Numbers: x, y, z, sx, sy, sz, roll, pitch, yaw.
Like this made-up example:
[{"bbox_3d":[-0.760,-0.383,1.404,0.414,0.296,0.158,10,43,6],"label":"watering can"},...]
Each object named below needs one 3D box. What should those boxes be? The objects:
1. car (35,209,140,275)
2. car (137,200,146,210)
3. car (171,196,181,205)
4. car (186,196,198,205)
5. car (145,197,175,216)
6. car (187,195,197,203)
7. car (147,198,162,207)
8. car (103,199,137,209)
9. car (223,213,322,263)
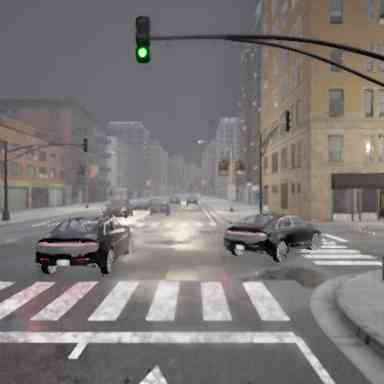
[{"bbox_3d":[-3.148,1.520,10.555,2.128,1.511,4.902,0,0,0],"label":"car"},{"bbox_3d":[-6.586,1.688,42.745,1.994,1.385,4.181,0,0,0],"label":"car"},{"bbox_3d":[-3.247,1.541,62.099,2.097,1.767,4.553,0,0,0],"label":"car"},{"bbox_3d":[-0.002,1.541,61.661,2.097,1.767,4.553,0,0,0],"label":"car"},{"bbox_3d":[-3.149,1.589,33.974,2.128,1.511,4.902,0,0,0],"label":"car"},{"bbox_3d":[-0.001,1.532,71.695,1.882,1.535,5.008,0,0,0],"label":"car"},{"bbox_3d":[-6.546,1.724,58.085,2.033,1.411,5.357,0,0,0],"label":"car"},{"bbox_3d":[-6.571,1.438,29.931,2.097,1.767,4.553,0,0,-1],"label":"car"},{"bbox_3d":[3.122,1.528,12.259,2.128,1.511,4.902,-1,-1,42],"label":"car"}]
